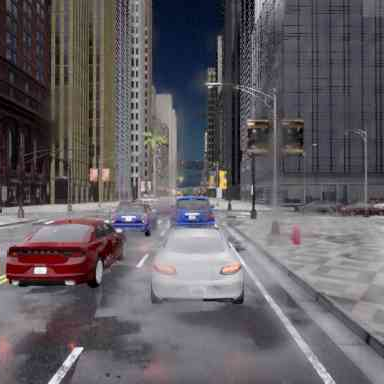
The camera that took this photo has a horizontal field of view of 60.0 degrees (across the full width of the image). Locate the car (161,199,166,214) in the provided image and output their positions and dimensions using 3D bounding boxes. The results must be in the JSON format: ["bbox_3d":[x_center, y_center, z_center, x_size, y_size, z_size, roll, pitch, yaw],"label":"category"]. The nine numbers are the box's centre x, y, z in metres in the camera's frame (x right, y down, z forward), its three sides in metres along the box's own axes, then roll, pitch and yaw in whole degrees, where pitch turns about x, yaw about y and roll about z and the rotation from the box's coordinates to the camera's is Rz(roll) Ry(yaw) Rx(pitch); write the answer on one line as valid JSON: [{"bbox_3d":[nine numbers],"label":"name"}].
[{"bbox_3d":[-2.317,1.634,32.369,5.357,1.411,2.033,0,-1,-1],"label":"car"}]

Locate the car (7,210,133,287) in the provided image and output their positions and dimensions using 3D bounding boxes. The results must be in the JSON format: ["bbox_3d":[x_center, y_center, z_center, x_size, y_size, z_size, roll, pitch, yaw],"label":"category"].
[{"bbox_3d":[-3.145,1.488,9.392,1.882,1.535,5.008,0,0,0],"label":"car"}]

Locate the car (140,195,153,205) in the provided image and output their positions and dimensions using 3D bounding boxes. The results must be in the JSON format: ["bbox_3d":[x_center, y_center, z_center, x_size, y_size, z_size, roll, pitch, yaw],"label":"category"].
[{"bbox_3d":[-9.697,1.606,71.360,2.150,2.045,5.566,0,0,0],"label":"car"}]

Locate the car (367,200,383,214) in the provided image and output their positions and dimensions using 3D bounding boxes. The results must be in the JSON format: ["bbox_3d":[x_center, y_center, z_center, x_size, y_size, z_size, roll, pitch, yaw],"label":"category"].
[{"bbox_3d":[21.778,1.566,35.977,4.674,1.442,1.812,0,-1,-1],"label":"car"}]

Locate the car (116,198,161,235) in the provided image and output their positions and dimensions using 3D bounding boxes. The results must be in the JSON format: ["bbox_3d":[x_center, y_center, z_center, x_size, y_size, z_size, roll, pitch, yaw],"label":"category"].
[{"bbox_3d":[-3.136,1.390,18.619,2.097,1.767,4.553,0,0,0],"label":"car"}]

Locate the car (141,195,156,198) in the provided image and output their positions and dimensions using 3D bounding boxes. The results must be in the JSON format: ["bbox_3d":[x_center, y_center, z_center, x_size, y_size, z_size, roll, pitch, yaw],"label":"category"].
[{"bbox_3d":[-6.561,1.450,50.918,2.150,2.045,5.566,0,0,0],"label":"car"}]

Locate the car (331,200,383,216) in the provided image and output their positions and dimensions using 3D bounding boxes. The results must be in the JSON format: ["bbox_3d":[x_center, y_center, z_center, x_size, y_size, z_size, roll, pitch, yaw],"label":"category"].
[{"bbox_3d":[15.337,1.575,30.112,4.206,1.307,1.802,0,0,-1],"label":"car"}]

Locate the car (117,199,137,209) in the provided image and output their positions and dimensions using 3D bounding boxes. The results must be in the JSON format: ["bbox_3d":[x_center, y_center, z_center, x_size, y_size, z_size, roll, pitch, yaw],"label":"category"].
[{"bbox_3d":[-9.810,1.776,50.877,2.033,1.411,5.357,0,0,0],"label":"car"}]

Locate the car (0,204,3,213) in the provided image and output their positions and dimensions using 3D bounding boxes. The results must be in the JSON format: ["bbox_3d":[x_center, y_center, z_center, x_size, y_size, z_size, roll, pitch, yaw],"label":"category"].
[{"bbox_3d":[-21.383,1.391,32.170,5.566,2.045,2.150,0,-1,0],"label":"car"}]

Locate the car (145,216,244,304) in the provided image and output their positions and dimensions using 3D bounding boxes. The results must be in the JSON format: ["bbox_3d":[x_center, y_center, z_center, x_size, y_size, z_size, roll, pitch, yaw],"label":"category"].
[{"bbox_3d":[0.105,1.534,8.020,1.812,1.442,4.674,0,0,0],"label":"car"}]

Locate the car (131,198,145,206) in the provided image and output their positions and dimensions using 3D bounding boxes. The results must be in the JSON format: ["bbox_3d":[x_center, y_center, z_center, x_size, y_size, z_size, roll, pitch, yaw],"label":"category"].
[{"bbox_3d":[-9.774,1.824,60.786,1.812,1.442,4.674,0,0,1],"label":"car"}]

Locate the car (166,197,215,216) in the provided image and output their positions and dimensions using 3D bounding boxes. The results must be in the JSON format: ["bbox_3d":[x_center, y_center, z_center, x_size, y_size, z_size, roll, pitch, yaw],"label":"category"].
[{"bbox_3d":[0.039,1.256,17.722,2.150,2.045,5.566,0,0,1],"label":"car"}]

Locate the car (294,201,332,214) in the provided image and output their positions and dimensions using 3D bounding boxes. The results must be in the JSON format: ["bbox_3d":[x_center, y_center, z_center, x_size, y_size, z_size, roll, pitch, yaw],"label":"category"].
[{"bbox_3d":[13.224,1.633,35.852,4.181,1.385,1.994,0,-1,-1],"label":"car"}]

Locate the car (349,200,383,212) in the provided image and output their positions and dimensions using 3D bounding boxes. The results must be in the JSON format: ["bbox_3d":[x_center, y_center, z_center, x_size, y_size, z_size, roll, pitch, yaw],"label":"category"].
[{"bbox_3d":[20.853,1.641,38.719,4.313,1.339,1.947,0,0,-1],"label":"car"}]

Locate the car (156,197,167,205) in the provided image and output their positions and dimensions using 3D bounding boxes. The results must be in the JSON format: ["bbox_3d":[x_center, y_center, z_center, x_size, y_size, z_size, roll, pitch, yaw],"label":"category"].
[{"bbox_3d":[-6.448,1.898,70.588,1.812,1.442,4.674,0,0,0],"label":"car"}]

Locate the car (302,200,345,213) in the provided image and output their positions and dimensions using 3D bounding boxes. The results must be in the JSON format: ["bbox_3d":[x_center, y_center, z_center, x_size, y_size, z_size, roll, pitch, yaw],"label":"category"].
[{"bbox_3d":[15.213,1.660,38.635,4.313,1.339,1.947,0,0,-1],"label":"car"}]

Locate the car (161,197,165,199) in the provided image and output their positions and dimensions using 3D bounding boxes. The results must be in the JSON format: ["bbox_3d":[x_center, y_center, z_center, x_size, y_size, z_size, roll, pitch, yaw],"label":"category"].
[{"bbox_3d":[-6.525,1.802,60.630,1.837,1.490,4.892,0,0,1],"label":"car"}]
